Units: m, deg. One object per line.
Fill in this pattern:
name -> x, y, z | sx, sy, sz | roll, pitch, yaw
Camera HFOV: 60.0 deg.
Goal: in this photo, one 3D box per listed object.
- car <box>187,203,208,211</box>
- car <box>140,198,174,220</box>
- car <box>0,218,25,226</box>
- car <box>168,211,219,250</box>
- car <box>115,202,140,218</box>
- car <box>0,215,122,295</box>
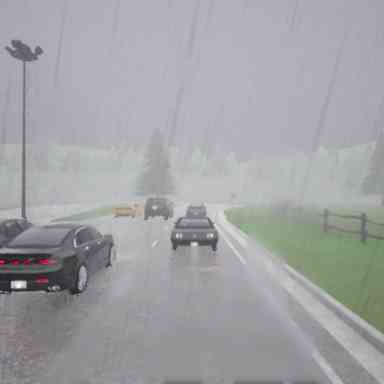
car -> 0.513, 1.813, 32.407 | 2.128, 1.511, 4.902 | 0, -1, 3
car -> -3.053, 1.534, 31.504 | 2.150, 2.045, 5.566 | 0, -1, 3
car -> -6.899, 1.668, 12.068 | 2.033, 1.411, 5.357 | 0, -1, 0
car -> 0.101, 1.751, 15.104 | 1.895, 1.301, 4.718 | 0, -1, 0
car -> -6.398, 1.815, 33.998 | 1.882, 1.535, 5.008 | 0, -1, 3
car -> -3.399, 1.595, 8.958 | 1.837, 1.490, 4.892 | 0, -1, 0
